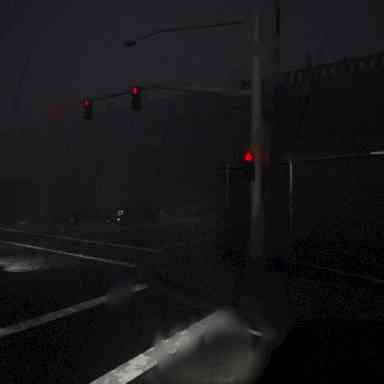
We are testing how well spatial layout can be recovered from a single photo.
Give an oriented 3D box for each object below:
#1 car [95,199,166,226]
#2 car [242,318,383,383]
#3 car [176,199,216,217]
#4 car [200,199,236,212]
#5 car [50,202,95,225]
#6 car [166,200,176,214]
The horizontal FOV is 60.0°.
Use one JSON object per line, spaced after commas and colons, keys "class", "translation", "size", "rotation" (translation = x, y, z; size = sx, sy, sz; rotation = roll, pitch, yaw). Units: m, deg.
{"class": "car", "translation": [-4.402, 1.407, 24.447], "size": [2.097, 1.767, 4.553], "rotation": [0, 0, 35]}
{"class": "car", "translation": [2.931, 1.547, 1.876], "size": [5.357, 1.411, 2.033], "rotation": [0, 0, 36]}
{"class": "car", "translation": [0.945, 1.533, 31.964], "size": [1.882, 1.535, 5.008], "rotation": [0, 0, 35]}
{"class": "car", "translation": [3.311, 1.603, 41.329], "size": [2.033, 1.411, 5.357], "rotation": [0, 0, 35]}
{"class": "car", "translation": [-8.188, 1.533, 25.166], "size": [1.882, 1.535, 5.008], "rotation": [0, 0, 35]}
{"class": "car", "translation": [-2.680, 1.533, 32.909], "size": [1.882, 1.535, 5.008], "rotation": [0, 0, 35]}
